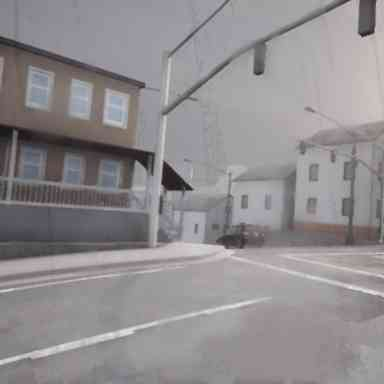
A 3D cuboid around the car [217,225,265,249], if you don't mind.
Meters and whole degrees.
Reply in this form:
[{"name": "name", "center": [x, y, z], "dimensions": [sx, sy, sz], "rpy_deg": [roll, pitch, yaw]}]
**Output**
[{"name": "car", "center": [4.238, 4.077, 29.531], "dimensions": [2.150, 2.045, 5.566], "rpy_deg": [6, -12, -21]}]
